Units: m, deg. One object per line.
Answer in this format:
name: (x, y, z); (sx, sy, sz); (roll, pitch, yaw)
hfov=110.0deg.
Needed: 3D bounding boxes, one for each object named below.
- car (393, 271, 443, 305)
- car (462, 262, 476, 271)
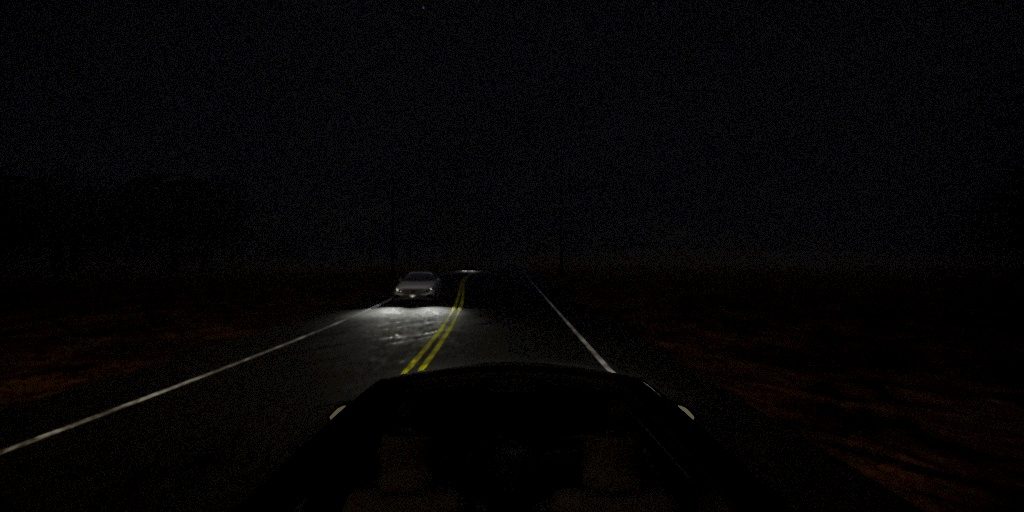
car: (-4.452, 1.451, 17.556); (1.812, 1.442, 4.674); (0, -1, -6)
car: (-7.032, 1.696, 59.606); (2.033, 1.411, 5.357); (0, 0, 1)
